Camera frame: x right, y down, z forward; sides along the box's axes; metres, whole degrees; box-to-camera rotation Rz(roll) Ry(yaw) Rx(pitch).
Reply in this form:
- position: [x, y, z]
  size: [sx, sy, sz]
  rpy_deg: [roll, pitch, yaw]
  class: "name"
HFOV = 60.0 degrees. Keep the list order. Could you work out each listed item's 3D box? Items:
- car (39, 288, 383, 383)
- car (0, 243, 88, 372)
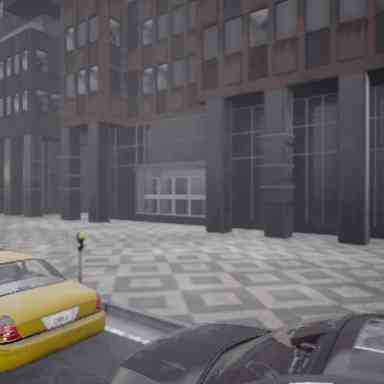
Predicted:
- position: [1.221, 1.551, 2.093]
  size: [4.403, 1.369, 2.008]
  rpy_deg: [0, 0, 36]
  class: "car"
- position: [-3.496, 1.525, 5.458]
  size: [4.829, 1.417, 1.752]
  rpy_deg: [0, 0, 36]
  class: "car"
